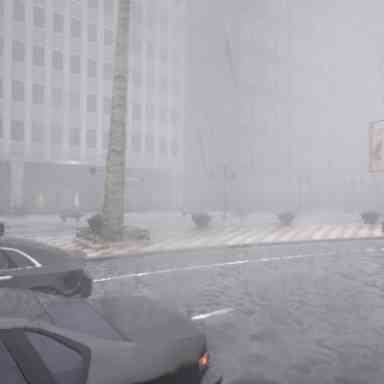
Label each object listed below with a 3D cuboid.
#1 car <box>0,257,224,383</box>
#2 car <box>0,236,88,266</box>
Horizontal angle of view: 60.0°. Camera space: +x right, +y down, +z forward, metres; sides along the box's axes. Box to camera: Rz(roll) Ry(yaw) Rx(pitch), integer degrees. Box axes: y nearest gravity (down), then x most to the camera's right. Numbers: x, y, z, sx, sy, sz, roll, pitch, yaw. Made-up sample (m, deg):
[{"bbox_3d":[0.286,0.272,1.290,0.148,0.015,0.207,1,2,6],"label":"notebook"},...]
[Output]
[{"bbox_3d":[-2.288,1.541,2.284,5.357,1.411,2.033,1,0,-35],"label":"car"},{"bbox_3d":[-4.066,1.500,5.172,4.892,1.490,1.837,1,-1,-33],"label":"car"}]
